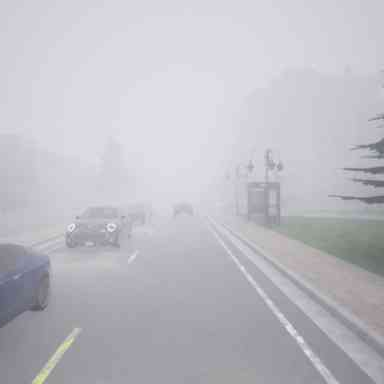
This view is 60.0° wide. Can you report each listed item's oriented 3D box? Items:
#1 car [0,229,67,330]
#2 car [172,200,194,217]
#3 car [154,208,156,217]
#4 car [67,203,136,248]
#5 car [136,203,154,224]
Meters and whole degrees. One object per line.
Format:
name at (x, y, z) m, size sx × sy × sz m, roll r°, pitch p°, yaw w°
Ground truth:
car at (-3.706, 1.554, 5.113) m, size 1.812 × 1.442 × 4.674 m, roll 0°, pitch 0°, yaw -2°
car at (-0.867, 1.573, 32.010) m, size 1.837 × 1.490 × 4.892 m, roll 0°, pitch 0°, yaw -3°
car at (-4.388, 1.661, 30.225) m, size 1.895 × 1.301 × 4.718 m, roll 0°, pitch -3°, yaw -2°
car at (-4.021, 1.401, 15.020) m, size 2.097 × 1.767 × 4.553 m, roll 0°, pitch 0°, yaw -2°
car at (-4.296, 1.565, 25.370) m, size 1.882 × 1.535 × 5.008 m, roll 0°, pitch -1°, yaw -1°
